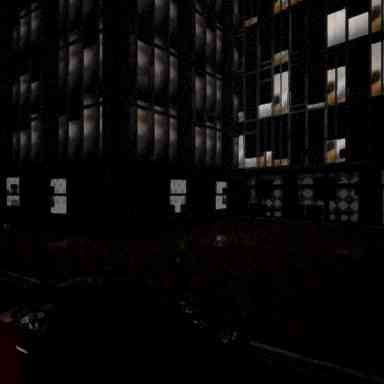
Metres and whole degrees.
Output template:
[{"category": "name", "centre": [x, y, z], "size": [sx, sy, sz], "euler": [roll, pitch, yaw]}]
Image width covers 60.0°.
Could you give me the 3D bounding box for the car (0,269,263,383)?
[{"category": "car", "centre": [-1.290, 1.581, 3.793], "size": [4.206, 1.307, 1.802], "euler": [0, 0, 35]}]
